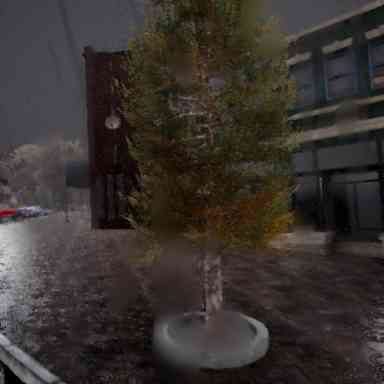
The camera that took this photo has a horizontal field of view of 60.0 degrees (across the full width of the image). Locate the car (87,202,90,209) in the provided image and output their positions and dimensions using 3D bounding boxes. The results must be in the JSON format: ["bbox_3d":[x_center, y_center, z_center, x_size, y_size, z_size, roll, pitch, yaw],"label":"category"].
[{"bbox_3d":[-23.223,3.460,82.399,5.566,2.045,2.435,-4,-2,-12],"label":"car"}]

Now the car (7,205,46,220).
[{"bbox_3d":[-21.421,2.597,43.421,2.097,1.535,5.008,-3,-1,7],"label":"car"}]

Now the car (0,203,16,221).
[{"bbox_3d":[-21.881,2.272,37.447,2.435,2.045,5.566,-3,-1,1],"label":"car"}]

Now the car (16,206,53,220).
[{"bbox_3d":[-18.092,2.367,38.918,1.812,1.442,4.674,-3,-1,2],"label":"car"}]
